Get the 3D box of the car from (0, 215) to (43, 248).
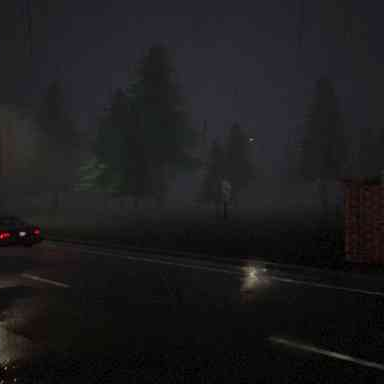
[{"bbox_3d":[-8.679,1.720,14.486,5.357,1.411,2.033,-1,0,36],"label":"car"}]
